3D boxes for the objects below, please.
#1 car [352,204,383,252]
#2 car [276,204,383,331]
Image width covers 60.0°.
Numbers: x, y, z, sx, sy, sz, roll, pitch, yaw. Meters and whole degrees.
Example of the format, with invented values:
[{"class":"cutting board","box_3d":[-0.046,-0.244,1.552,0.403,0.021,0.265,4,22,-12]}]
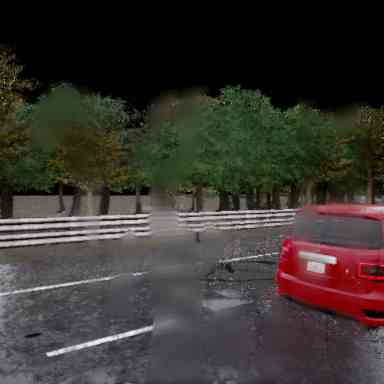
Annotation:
[{"class":"car","box_3d":[9.143,1.447,14.300,4.553,1.767,2.097,0,0,-34]},{"class":"car","box_3d":[4.099,1.264,6.620,5.566,2.045,2.150,1,0,-35]}]
